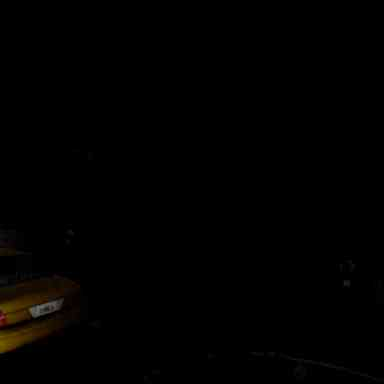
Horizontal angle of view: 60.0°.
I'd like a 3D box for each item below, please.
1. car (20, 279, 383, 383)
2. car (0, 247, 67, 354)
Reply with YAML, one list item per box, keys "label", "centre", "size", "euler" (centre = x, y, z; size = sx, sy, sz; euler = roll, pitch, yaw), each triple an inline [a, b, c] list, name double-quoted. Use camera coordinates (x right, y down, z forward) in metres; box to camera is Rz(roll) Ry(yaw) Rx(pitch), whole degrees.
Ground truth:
- label: "car"
  centre: [0.813, 1.566, 2.499]
  size: [4.313, 1.339, 1.947]
  euler: [0, 0, 35]
- label: "car"
  centre: [-3.826, 1.525, 5.800]
  size: [4.829, 1.417, 1.752]
  euler: [0, 0, 35]
